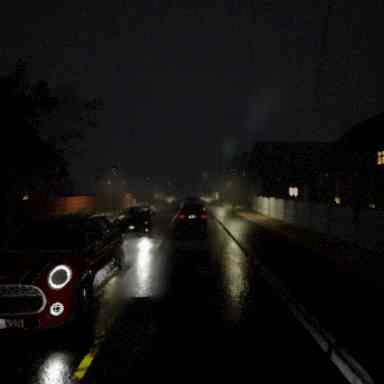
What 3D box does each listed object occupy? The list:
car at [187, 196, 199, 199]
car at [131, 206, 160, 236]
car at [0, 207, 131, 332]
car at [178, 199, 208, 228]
[{"bbox_3d":[0.097,1.214,41.323,1.882,1.535,5.008,0,0,0],"label":"car"},{"bbox_3d":[-2.806,1.451,17.518,1.994,1.385,4.181,0,0,1],"label":"car"},{"bbox_3d":[-2.838,1.306,7.056,2.097,1.767,4.553,0,0,0],"label":"car"},{"bbox_3d":[0.075,1.413,21.113,2.033,1.411,5.357,0,0,0],"label":"car"}]
